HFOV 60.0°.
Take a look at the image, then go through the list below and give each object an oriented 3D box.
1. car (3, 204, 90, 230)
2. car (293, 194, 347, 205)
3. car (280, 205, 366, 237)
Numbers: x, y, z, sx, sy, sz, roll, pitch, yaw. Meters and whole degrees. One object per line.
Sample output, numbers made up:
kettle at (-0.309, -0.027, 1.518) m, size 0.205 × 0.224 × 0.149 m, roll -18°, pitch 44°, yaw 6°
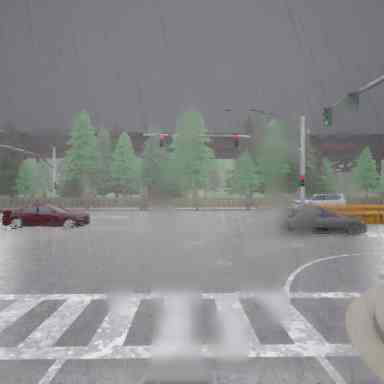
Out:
car at (-8.888, 1.477, 20.514) m, size 5.008 × 1.535 × 1.882 m, roll 0°, pitch 0°, yaw -2°
car at (13.548, 1.221, 35.398) m, size 5.566 × 2.045 × 2.150 m, roll 0°, pitch 0°, yaw -2°
car at (6.800, 1.564, 17.485) m, size 4.181 × 1.385 × 1.994 m, roll 0°, pitch 0°, yaw -2°
